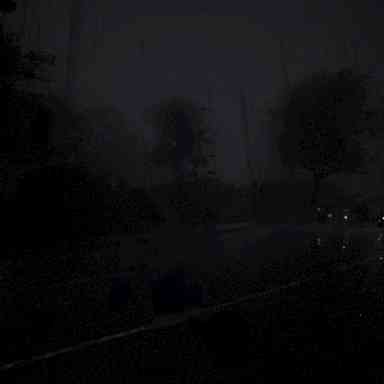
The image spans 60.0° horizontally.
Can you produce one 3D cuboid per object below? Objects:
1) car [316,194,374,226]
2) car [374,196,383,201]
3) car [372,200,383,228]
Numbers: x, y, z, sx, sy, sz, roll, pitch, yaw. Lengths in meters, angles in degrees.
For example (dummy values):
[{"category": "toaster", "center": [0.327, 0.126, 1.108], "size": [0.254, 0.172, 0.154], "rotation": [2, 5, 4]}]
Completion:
[{"category": "car", "center": [10.659, 1.139, 23.301], "size": [2.150, 2.045, 5.566], "rotation": [0, 0, 42]}, {"category": "car", "center": [32.309, 1.342, 57.764], "size": [1.895, 1.301, 4.718], "rotation": [0, 0, 22]}, {"category": "car", "center": [13.107, 1.418, 20.847], "size": [1.837, 1.490, 4.892], "rotation": [0, 0, 42]}]
